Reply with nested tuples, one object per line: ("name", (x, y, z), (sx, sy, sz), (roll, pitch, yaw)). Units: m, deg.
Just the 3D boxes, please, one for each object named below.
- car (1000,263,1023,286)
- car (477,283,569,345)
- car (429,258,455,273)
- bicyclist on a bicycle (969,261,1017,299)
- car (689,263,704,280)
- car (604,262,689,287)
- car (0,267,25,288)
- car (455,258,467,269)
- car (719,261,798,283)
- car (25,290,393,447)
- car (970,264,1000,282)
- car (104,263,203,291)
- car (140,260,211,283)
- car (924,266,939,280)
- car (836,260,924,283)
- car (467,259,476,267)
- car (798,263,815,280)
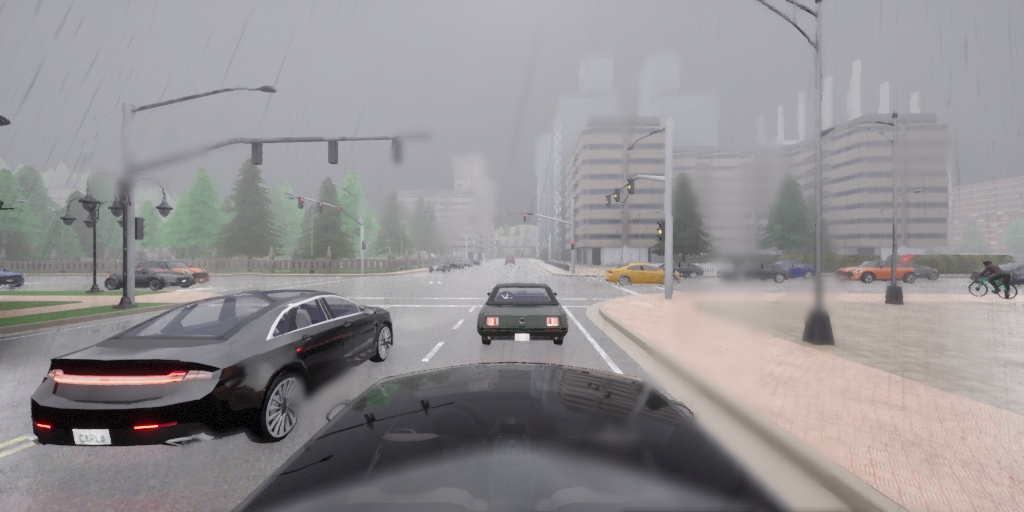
("car", (35.138, 1.314, 23.152), (4.181, 1.385, 1.994), (0, 0, 2))
("car", (0.263, 1.351, 9.464), (1.895, 1.301, 4.718), (0, 0, 1))
("car", (-8.861, 1.241, 44.299), (2.128, 1.511, 4.902), (0, 0, 2))
("bicyclist on a bicycle", (21.182, 1.051, 15.827), (0.582, 1.620, 1.656), (0, 0, 2))
("car", (13.964, 1.255, 31.057), (4.892, 1.490, 1.837), (0, 0, 2))
("car", (8.748, 1.227, 24.025), (5.008, 1.535, 1.882), (0, 0, 2))
("car", (-33.028, 1.228, 21.931), (5.008, 1.535, 1.882), (0, 0, 2))
("car", (-8.525, 1.102, 54.027), (2.097, 1.767, 4.553), (0, 0, 2))
("car", (18.485, 1.255, 27.406), (4.892, 1.490, 1.837), (0, 0, 2))
("car", (-3.330, 1.242, 5.313), (2.128, 1.511, 4.902), (0, 0, 1))
("car", (37.532, 1.228, 26.761), (5.008, 1.535, 1.882), (0, 0, 2))
("car", (-21.634, 1.314, 21.533), (4.181, 1.385, 1.994), (0, 0, 2))
("car", (-23.886, 1.102, 25.113), (4.553, 1.767, 2.097), (0, 0, 2))
("car", (33.267, 1.314, 30.415), (4.181, 1.385, 1.994), (0, 0, 1))
("car", (27.417, 1.102, 27.107), (4.553, 1.767, 2.097), (0, 0, 2))
("car", (-8.150, 1.255, 64.164), (1.837, 1.490, 4.892), (0, 0, 3))
("car", (23.311, 1.228, 30.748), (5.008, 1.535, 1.882), (0, 0, 2))
